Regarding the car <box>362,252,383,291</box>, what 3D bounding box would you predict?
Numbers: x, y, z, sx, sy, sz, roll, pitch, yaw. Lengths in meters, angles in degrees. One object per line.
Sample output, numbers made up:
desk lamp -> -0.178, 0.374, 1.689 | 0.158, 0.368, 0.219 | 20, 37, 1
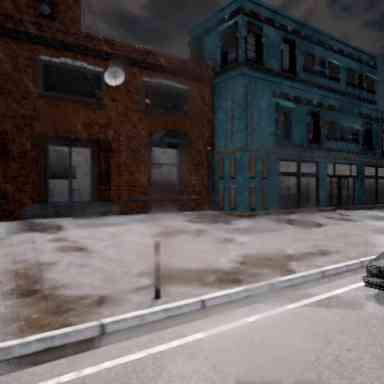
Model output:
car -> 6.192, 1.508, 7.793 | 5.357, 1.411, 2.033 | 0, 0, -35
